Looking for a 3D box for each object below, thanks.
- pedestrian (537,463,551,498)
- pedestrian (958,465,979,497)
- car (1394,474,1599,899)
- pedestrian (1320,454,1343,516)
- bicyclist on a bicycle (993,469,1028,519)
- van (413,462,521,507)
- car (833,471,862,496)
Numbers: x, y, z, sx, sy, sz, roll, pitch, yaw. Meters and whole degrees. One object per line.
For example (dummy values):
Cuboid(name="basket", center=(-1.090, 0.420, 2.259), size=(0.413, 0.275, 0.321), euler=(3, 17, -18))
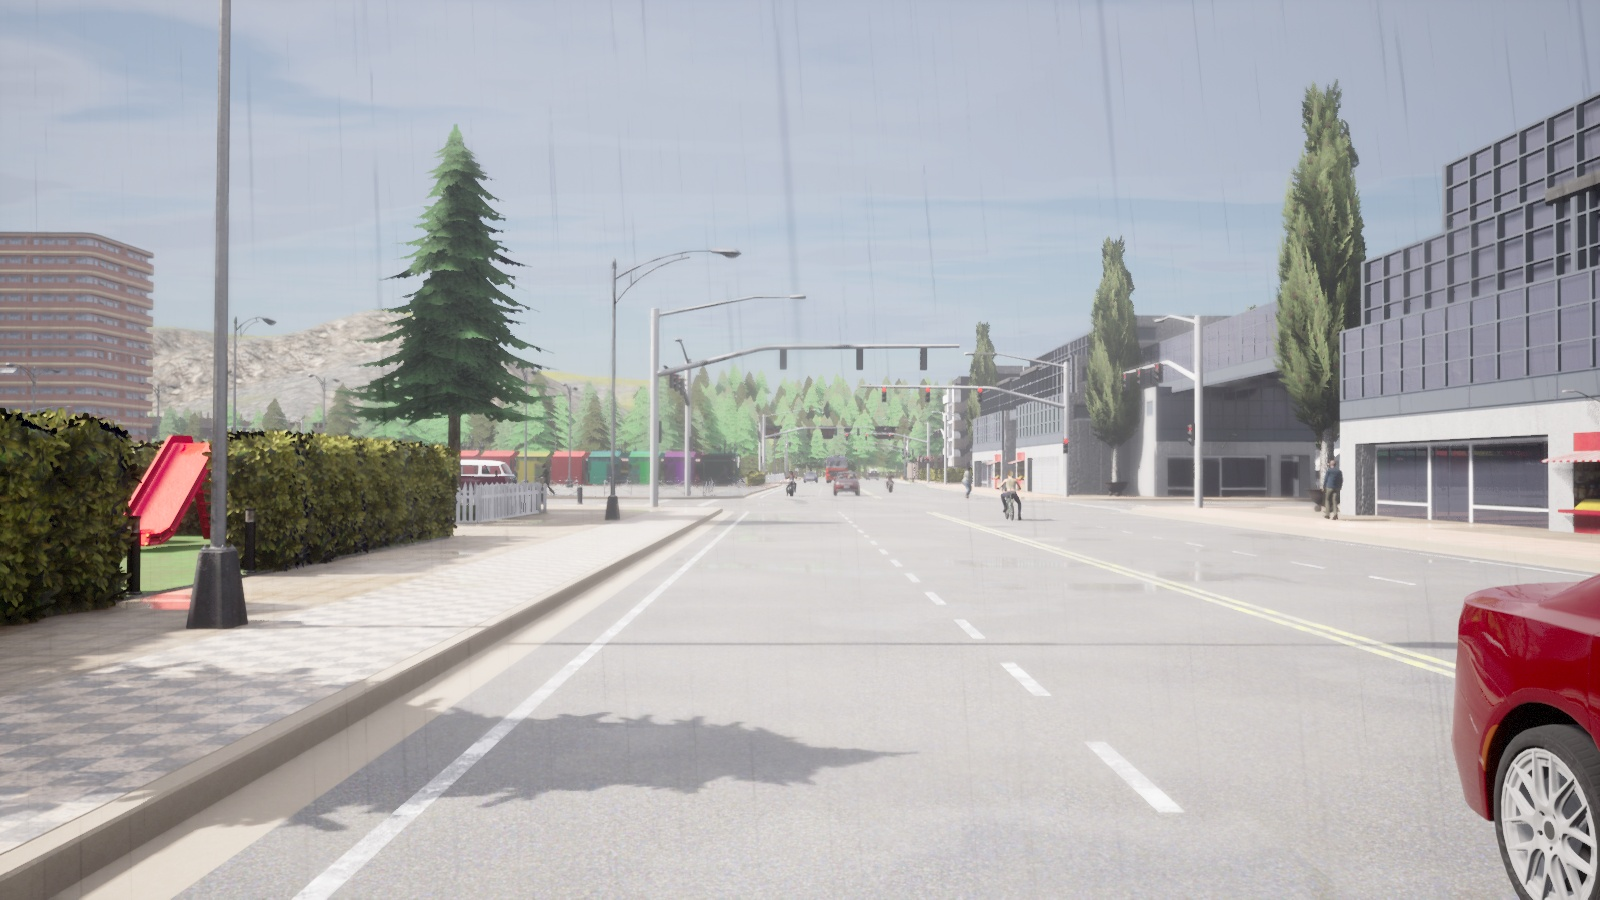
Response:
Cuboid(name="pedestrian", center=(-14.288, 1.716, 70.129), size=(0.692, 1.930, 0.395), euler=(0, -1, -2))
Cuboid(name="pedestrian", center=(9.632, 1.769, 71.837), size=(0.900, 1.855, 0.874), euler=(0, -1, -12))
Cuboid(name="car", center=(3.484, 0.827, 2.846), size=(1.882, 1.535, 5.008), euler=(0, -1, 0))
Cuboid(name="pedestrian", center=(15.999, 1.048, 37.806), size=(0.402, 1.842, 0.726), euler=(0, -1, 3))
Cuboid(name="bicyclist on a bicycle", center=(6.817, 1.413, 40.777), size=(0.866, 1.612, 1.509), euler=(0, -1, 0))
Cuboid(name="van", center=(-15.426, 1.587, 58.372), size=(4.480, 2.038, 2.069), euler=(0, -1, 0))
Cuboid(name="car", center=(3.028, 2.154, 81.198), size=(1.789, 1.549, 3.705), euler=(0, -1, 1))
